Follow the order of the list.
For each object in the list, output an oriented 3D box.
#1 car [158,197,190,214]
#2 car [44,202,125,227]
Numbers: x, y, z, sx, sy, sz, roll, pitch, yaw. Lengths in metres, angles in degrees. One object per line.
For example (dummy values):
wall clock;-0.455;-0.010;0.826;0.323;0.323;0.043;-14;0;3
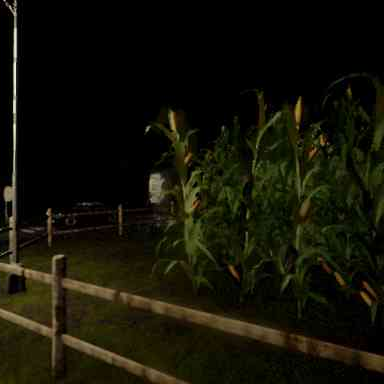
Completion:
car;-0.804;1.077;28.007;1.837;1.490;4.892;1;1;39
car;-6.616;1.317;20.715;1.895;1.301;4.718;1;1;39
